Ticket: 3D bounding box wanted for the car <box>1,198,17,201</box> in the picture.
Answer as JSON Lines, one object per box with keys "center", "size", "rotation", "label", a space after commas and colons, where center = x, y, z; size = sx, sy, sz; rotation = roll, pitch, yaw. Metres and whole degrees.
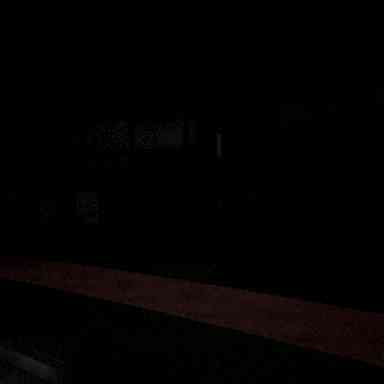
{"center": [-17.803, 1.348, 32.378], "size": [1.837, 1.490, 4.892], "rotation": [0, 0, 23], "label": "car"}
